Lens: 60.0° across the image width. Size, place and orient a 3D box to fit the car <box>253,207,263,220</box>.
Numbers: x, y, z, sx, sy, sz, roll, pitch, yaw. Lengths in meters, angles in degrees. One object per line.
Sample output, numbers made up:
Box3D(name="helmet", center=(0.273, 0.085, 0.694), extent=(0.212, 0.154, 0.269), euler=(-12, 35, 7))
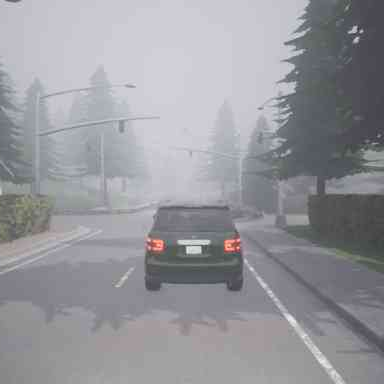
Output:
Box3D(name="car", center=(3.055, 1.481, 25.937), extent=(4.902, 1.511, 2.128), euler=(0, 1, 18))

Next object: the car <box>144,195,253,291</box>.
Box3D(name="car", center=(0.052, 1.221, 9.156), extent=(2.150, 2.045, 5.566), euler=(0, 0, 0))

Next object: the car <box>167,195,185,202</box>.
Box3D(name="car", center=(-3.628, 1.524, 74.105), extent=(1.812, 1.442, 4.674), euler=(0, 0, -35))

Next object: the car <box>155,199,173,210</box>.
Box3D(name="car", center=(-3.649, 1.601, 43.987), extent=(1.895, 1.301, 4.718), euler=(0, 0, 0))

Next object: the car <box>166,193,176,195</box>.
Box3D(name="car", center=(-3.625, 1.223, 57.445), extent=(2.150, 2.045, 5.566), euler=(0, 0, 0))
